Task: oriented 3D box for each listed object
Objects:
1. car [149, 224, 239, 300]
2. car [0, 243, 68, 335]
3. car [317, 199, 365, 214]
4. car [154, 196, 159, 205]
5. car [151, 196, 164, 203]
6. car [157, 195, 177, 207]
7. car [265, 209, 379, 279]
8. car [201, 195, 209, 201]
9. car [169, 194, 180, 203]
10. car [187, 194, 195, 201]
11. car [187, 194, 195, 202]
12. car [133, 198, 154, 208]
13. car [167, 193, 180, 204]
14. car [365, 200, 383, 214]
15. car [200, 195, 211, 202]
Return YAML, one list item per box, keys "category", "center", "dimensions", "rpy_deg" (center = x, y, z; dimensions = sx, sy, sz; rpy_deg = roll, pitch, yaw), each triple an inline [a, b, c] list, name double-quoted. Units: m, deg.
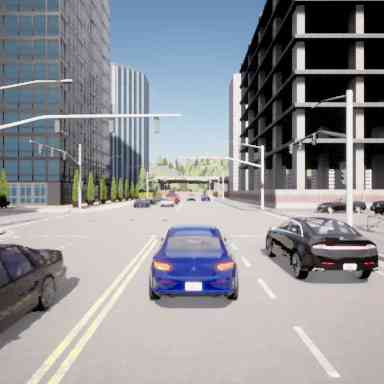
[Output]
- category: "car"
  center: [0.044, 1.525, 8.273]
  dimensions: [1.812, 1.442, 4.674]
  rpy_deg: [0, 0, 0]
- category: "car"
  center: [-3.611, 1.547, 4.985]
  dimensions: [2.033, 1.411, 5.357]
  rpy_deg: [0, 0, 0]
- category: "car"
  center: [15.516, 1.433, 34.589]
  dimensions: [4.902, 1.511, 2.128]
  rpy_deg: [0, 0, 0]
- category: "car"
  center: [-7.197, 1.596, 56.964]
  dimensions: [1.895, 1.301, 4.718]
  rpy_deg: [0, 0, 0]
- category: "car"
  center: [-7.135, 1.538, 69.250]
  dimensions: [2.033, 1.411, 5.357]
  rpy_deg: [0, 0, 0]
- category: "car"
  center: [-3.694, 1.597, 50.311]
  dimensions: [1.895, 1.301, 4.718]
  rpy_deg: [0, 0, 0]
- category: "car"
  center: [3.560, 1.491, 9.996]
  dimensions: [2.128, 1.511, 4.902]
  rpy_deg: [0, 0, -1]
- category: "car"
  center: [3.331, 1.477, 86.949]
  dimensions: [1.837, 1.490, 4.892]
  rpy_deg: [0, 0, 0]
- category: "car"
  center: [-3.639, 1.350, 71.323]
  dimensions: [2.097, 1.767, 4.553]
  rpy_deg: [0, 0, 0]
- category: "car"
  center: [-0.169, 1.332, 86.913]
  dimensions: [2.097, 1.767, 4.553]
  rpy_deg: [0, 0, 0]
- category: "car"
  center: [-0.152, 1.587, 78.210]
  dimensions: [1.895, 1.301, 4.718]
  rpy_deg: [0, 0, 0]
- category: "car"
  center: [-7.189, 1.560, 48.183]
  dimensions: [1.994, 1.385, 4.181]
  rpy_deg: [0, 0, 0]
- category: "car"
  center: [-3.688, 1.218, 60.991]
  dimensions: [2.150, 2.045, 5.566]
  rpy_deg: [0, 0, 0]
- category: "car"
  center: [19.762, 1.164, 31.100]
  dimensions: [5.566, 2.045, 2.150]
  rpy_deg: [0, 0, 0]
- category: "car"
  center: [3.349, 1.516, 77.874]
  dimensions: [1.812, 1.442, 4.674]
  rpy_deg: [0, 0, 0]
